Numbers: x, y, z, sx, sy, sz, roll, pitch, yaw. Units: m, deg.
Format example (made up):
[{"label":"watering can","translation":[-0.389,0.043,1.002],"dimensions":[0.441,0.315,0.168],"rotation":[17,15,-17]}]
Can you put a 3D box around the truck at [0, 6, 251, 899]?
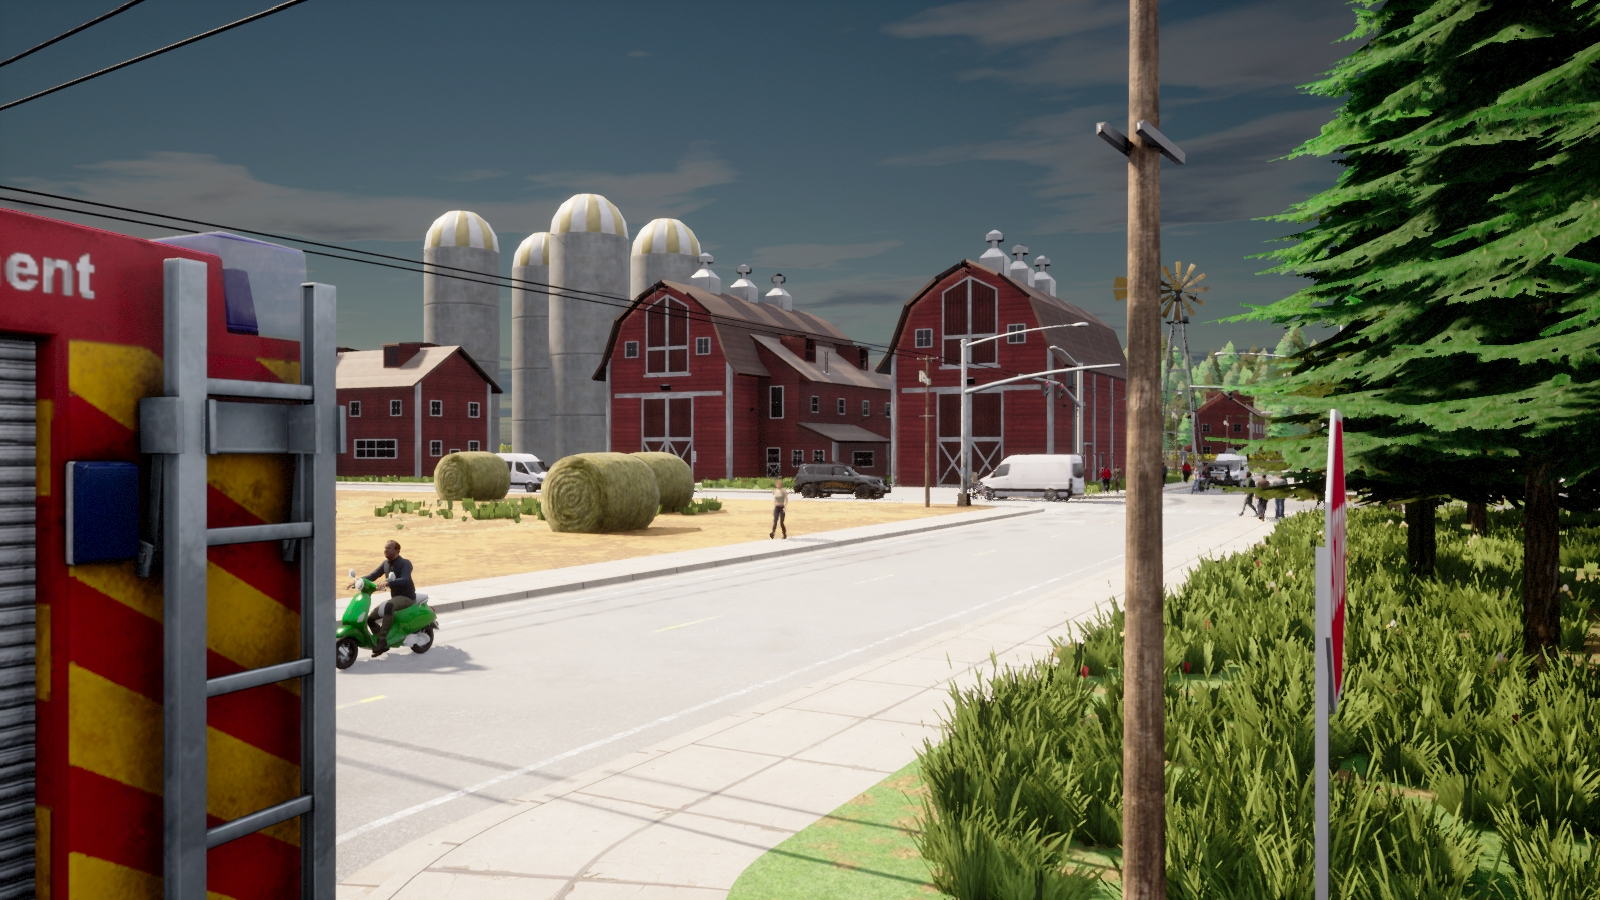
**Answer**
[{"label":"truck","translation":[-6.099,0.866,3.616],"dimensions":[8.468,3.827,2.891],"rotation":[0,0,22]}]

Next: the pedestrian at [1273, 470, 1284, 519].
[{"label":"pedestrian","translation":[18.394,1.694,43.913],"dimensions":[0.375,1.860,0.375],"rotation":[0,0,28]}]

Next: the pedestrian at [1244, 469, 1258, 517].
[{"label":"pedestrian","translation":[17.783,1.696,45.051],"dimensions":[0.375,1.860,0.375],"rotation":[0,0,42]}]

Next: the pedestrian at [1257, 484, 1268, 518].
[{"label":"pedestrian","translation":[17.970,1.976,44.433],"dimensions":[0.375,1.300,0.375],"rotation":[0,0,18]}]

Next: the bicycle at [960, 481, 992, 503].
[{"label":"bicycle","translation":[9.383,2.229,60.796],"dimensions":[1.487,1.080,0.859],"rotation":[0,0,28]}]

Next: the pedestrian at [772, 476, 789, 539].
[{"label":"pedestrian","translation":[-0.568,1.694,33.773],"dimensions":[0.375,1.860,0.375],"rotation":[0,0,25]}]

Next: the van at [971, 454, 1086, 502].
[{"label":"van","translation":[12.571,1.508,63.083],"dimensions":[5.915,2.561,1.988],"rotation":[0,0,34]}]

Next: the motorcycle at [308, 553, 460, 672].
[{"label":"motorcycle","translation":[-5.561,2.142,15.387],"dimensions":[0.856,1.316,1.805],"rotation":[0,0,28]}]

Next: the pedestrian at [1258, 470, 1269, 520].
[{"label":"pedestrian","translation":[17.370,1.695,42.845],"dimensions":[0.375,1.860,0.375],"rotation":[0,0,21]}]

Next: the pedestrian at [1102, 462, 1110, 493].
[{"label":"pedestrian","translation":[18.751,1.696,69.974],"dimensions":[0.375,1.860,0.375],"rotation":[0,0,26]}]

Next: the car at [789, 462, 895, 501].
[{"label":"car","translation":[2.350,1.750,64.418],"dimensions":[5.566,2.045,2.150],"rotation":[0,0,27]}]

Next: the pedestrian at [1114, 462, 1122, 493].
[{"label":"pedestrian","translation":[19.599,1.696,70.401],"dimensions":[0.375,1.860,0.375],"rotation":[0,0,24]}]

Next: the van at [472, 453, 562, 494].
[{"label":"van","translation":[-18.662,1.495,75.238],"dimensions":[5.915,2.561,1.988],"rotation":[0,1,27]}]
